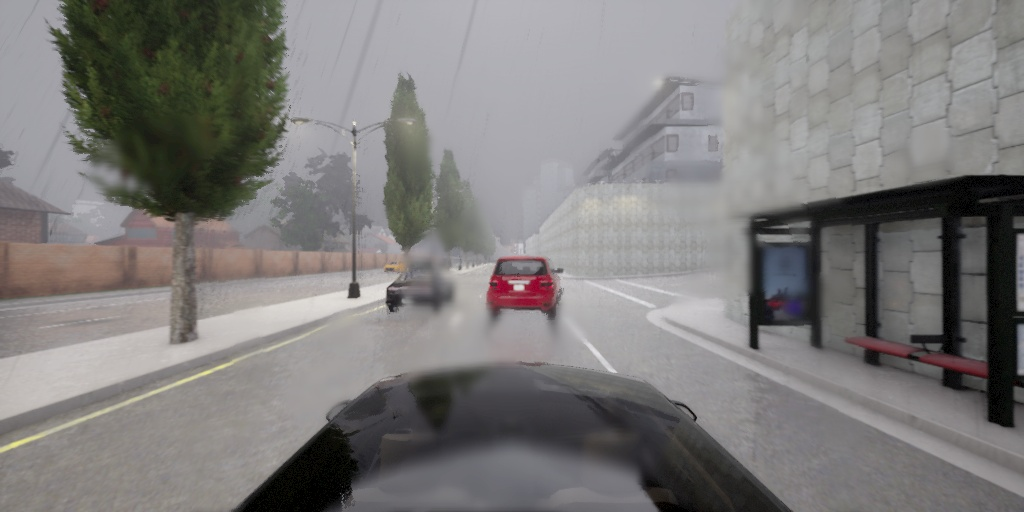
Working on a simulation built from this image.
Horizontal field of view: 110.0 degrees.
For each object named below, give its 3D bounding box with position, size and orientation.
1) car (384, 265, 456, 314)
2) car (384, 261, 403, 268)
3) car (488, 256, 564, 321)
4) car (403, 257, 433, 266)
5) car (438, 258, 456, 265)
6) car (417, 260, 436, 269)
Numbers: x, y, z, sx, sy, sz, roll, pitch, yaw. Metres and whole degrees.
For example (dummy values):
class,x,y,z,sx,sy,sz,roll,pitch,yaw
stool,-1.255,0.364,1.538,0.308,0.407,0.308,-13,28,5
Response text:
class,x,y,z,sx,sy,sz,roll,pitch,yaw
car,-3.409,1.298,14.120,2.128,1.511,4.902,0,0,0
car,-15.094,1.437,46.685,1.882,1.535,5.008,0,-1,0
car,0.646,1.024,13.030,2.150,2.045,5.566,-1,0,9
car,-11.603,1.175,45.310,2.150,2.045,5.566,0,0,0
car,-11.548,1.510,62.180,1.882,1.535,5.008,0,0,1
car,-15.045,1.525,63.046,2.128,1.511,4.902,0,0,1
